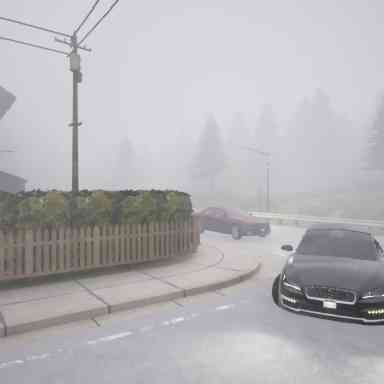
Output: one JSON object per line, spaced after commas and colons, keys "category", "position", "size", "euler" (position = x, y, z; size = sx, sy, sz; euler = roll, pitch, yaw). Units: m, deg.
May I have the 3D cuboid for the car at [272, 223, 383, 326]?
{"category": "car", "position": [3.227, 1.505, 7.347], "size": [1.837, 1.490, 4.892], "euler": [0, 0, 27]}

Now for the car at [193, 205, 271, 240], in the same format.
{"category": "car", "position": [1.928, 1.478, 17.483], "size": [1.882, 1.535, 5.008], "euler": [0, 0, -33]}
